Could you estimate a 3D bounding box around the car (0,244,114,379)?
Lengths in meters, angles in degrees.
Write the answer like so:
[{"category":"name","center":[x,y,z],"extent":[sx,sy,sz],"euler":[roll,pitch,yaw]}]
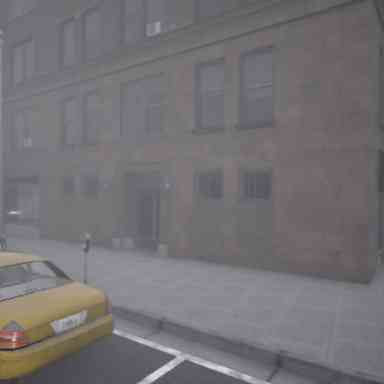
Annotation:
[{"category":"car","center":[-3.348,1.529,5.340],"extent":[4.829,1.417,1.752],"euler":[0,1,36]}]
